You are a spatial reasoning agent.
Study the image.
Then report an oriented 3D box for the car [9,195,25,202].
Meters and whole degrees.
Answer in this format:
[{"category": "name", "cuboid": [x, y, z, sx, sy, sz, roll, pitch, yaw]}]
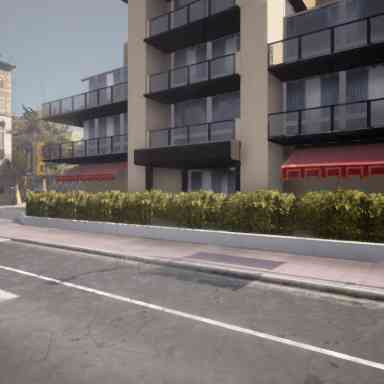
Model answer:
[{"category": "car", "cuboid": [-40.135, 1.481, 73.993, 4.892, 1.521, 2.231, 0, 0, 35]}]
